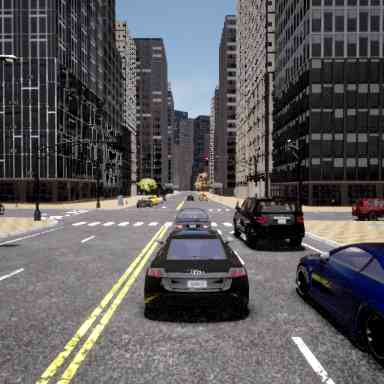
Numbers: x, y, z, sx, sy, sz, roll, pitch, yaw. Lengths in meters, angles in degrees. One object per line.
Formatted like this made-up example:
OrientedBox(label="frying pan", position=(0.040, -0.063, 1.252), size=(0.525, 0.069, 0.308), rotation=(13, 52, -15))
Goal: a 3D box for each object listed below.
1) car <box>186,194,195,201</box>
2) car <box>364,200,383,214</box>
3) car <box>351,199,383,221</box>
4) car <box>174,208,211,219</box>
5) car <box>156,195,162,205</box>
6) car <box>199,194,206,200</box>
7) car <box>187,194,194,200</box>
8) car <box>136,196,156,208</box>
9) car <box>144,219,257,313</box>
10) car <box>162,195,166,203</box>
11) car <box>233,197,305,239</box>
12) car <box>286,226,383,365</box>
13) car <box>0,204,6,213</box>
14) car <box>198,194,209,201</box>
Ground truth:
OrientedBox(label="car", position=(-0.373, 1.426, 79.402), size=(1.837, 1.490, 4.892), rotation=(0, 0, 0))
OrientedBox(label="car", position=(21.641, 1.643, 36.226), size=(4.829, 1.417, 1.752), rotation=(1, 0, 1))
OrientedBox(label="car", position=(16.071, 1.520, 27.913), size=(5.009, 1.841, 2.192), rotation=(1, 0, 1))
OrientedBox(label="car", position=(0.021, 1.538, 16.994), size=(2.033, 1.411, 5.357), rotation=(0, 0, 0))
OrientedBox(label="car", position=(-6.850, 1.433, 57.096), size=(1.882, 1.535, 5.008), rotation=(0, 0, 0))
OrientedBox(label="car", position=(2.832, 1.242, 89.058), size=(1.837, 1.490, 4.892), rotation=(0, 0, 0))
OrientedBox(label="car", position=(-0.420, 1.387, 89.461), size=(1.882, 1.535, 5.008), rotation=(0, 0, 0))
OrientedBox(label="car", position=(-6.816, 1.529, 48.167), size=(1.994, 1.385, 4.181), rotation=(0, 0, 0))
OrientedBox(label="car", position=(0.066, 1.560, 7.772), size=(1.994, 1.385, 4.181), rotation=(0, 0, -1))
OrientedBox(label="car", position=(-6.842, 1.469, 66.544), size=(1.812, 1.442, 4.674), rotation=(0, 0, 0))
OrientedBox(label="car", position=(3.304, 1.213, 15.224), size=(2.150, 2.045, 5.566), rotation=(0, 0, -2))
OrientedBox(label="car", position=(3.333, 1.561, 5.803), size=(1.994, 1.385, 4.181), rotation=(0, 0, -1))
OrientedBox(label="car", position=(-19.948, 1.345, 30.927), size=(4.892, 1.490, 1.837), rotation=(1, 1, 1))
OrientedBox(label="car", position=(2.882, 1.396, 78.641), size=(1.882, 1.535, 5.008), rotation=(0, 0, 0))
